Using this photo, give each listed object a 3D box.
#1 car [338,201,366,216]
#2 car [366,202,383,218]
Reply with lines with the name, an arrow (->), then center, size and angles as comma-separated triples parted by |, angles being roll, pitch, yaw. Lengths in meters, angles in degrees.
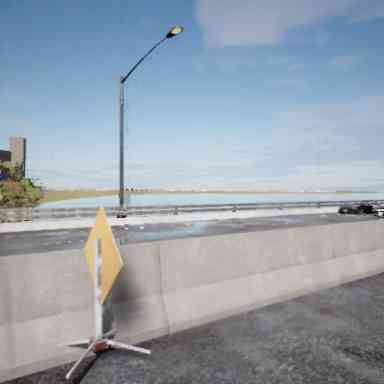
car -> 16.092, 1.573, 32.419 | 4.181, 1.385, 1.994 | 0, 0, -35
car -> 17.925, 1.501, 29.431 | 4.902, 1.511, 2.128 | 0, 0, -35
